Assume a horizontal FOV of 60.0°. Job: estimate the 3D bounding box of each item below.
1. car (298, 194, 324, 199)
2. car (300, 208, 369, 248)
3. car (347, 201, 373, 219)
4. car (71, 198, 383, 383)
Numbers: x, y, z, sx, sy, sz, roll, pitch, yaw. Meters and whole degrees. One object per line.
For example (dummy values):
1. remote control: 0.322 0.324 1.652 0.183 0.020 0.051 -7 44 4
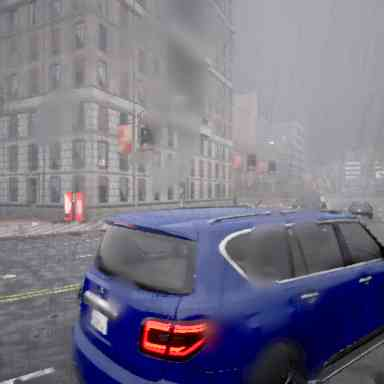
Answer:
1. car: 9.625 1.196 27.072 2.150 2.045 5.566 0 0 28
2. car: 6.803 1.556 15.624 1.994 1.385 4.181 0 0 37
3. car: 15.342 1.550 30.340 1.994 1.385 4.181 0 0 28
4. car: 1.264 1.219 4.593 5.566 2.045 2.150 0 0 -39
